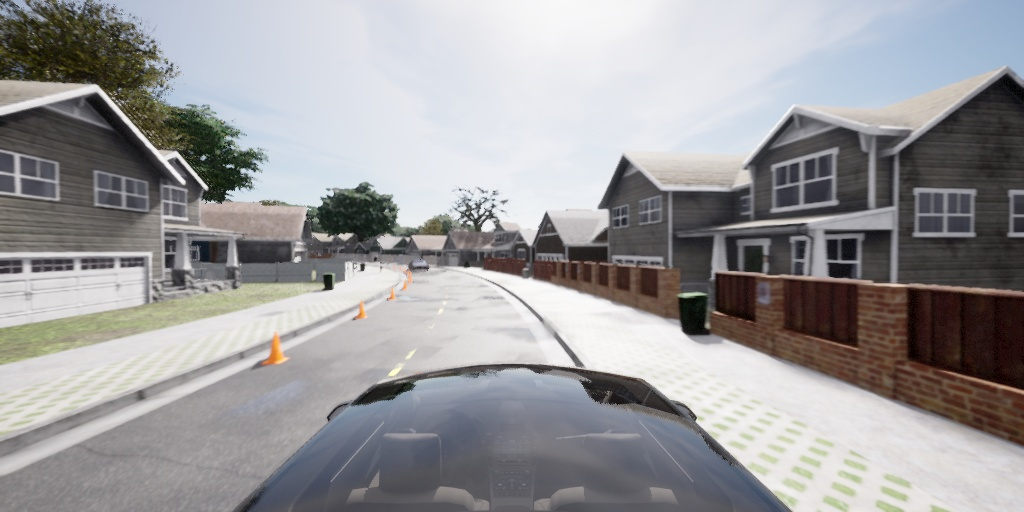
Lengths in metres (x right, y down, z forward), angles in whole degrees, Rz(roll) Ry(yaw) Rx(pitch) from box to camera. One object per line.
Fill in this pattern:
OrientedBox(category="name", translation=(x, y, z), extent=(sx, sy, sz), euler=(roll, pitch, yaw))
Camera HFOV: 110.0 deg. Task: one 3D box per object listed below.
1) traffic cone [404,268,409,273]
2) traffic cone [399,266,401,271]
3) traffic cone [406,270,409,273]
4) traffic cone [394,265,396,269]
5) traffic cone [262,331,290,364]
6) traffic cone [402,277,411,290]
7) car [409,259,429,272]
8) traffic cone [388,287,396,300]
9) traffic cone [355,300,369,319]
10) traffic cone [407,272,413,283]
OrientedBox(category="traffic cone", translation=(-10.239, 1.615, 35.553), extent=(0.340, 0.580, 0.340), euler=(0, 0, -19))
OrientedBox(category="traffic cone", translation=(-13.890, 1.543, 44.609), extent=(0.340, 0.580, 0.340), euler=(0, 0, -25))
OrientedBox(category="traffic cone", translation=(-8.735, 1.652, 30.907), extent=(0.340, 0.580, 0.340), euler=(0, 0, -17))
OrientedBox(category="traffic cone", translation=(-16.031, 1.511, 49.000), extent=(0.340, 0.580, 0.340), euler=(0, 0, -27))
OrientedBox(category="traffic cone", translation=(-4.544, 1.734, 6.904), extent=(0.340, 0.580, 0.340), euler=(0, 0, -3))
OrientedBox(category="traffic cone", translation=(-6.384, 1.705, 21.429), extent=(0.340, 0.580, 0.340), euler=(0, 0, -11))
OrientedBox(category="car", translation=(-11.455, 1.125, 43.866), extent=(2.033, 1.411, 5.357), euler=(-1, 1, -24))
OrientedBox(category="traffic cone", translation=(-5.545, 1.722, 16.618), extent=(0.340, 0.580, 0.340), euler=(0, 0, -9))
OrientedBox(category="traffic cone", translation=(-4.931, 1.731, 11.773), extent=(0.340, 0.580, 0.340), euler=(0, 0, -6))
OrientedBox(category="traffic cone", translation=(-7.449, 1.682, 26.196), extent=(0.340, 0.580, 0.340), euler=(0, 0, -14))
